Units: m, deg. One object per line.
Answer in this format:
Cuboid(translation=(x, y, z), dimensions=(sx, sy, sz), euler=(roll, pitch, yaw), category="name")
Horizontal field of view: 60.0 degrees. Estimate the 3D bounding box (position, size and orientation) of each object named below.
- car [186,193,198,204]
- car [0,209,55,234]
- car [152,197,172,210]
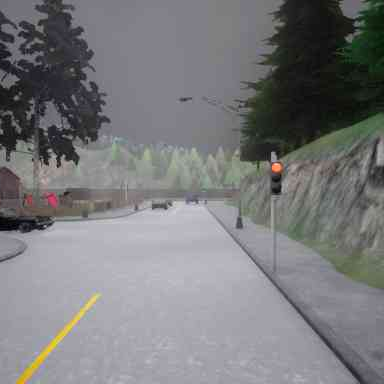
Cuboid(translation=(0.051, 1.221, 62.528), dimensions=(2.150, 2.045, 5.566), euler=(0, 0, 0), category="car")
Cuboid(translation=(-10.304, 1.601, 18.678), dimensions=(4.718, 1.301, 1.895), euler=(0, 0, 6), category="car")
Cuboid(translation=(-4.064, 1.478, 42.896), dimensions=(1.882, 1.535, 5.008), euler=(0, 0, 0), category="car")
